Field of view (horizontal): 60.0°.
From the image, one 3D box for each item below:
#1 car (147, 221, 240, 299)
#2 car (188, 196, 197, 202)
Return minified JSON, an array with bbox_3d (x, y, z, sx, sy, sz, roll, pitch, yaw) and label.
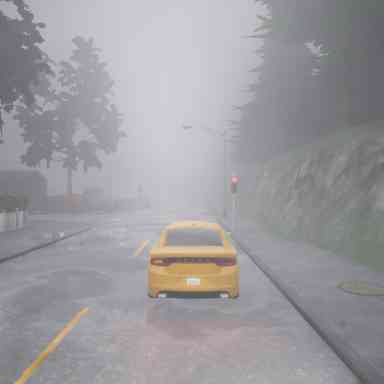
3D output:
[{"bbox_3d":[0.049,1.478,8.528,1.882,1.535,5.008,0,0,1],"label":"car"},{"bbox_3d":[0.012,1.508,71.061,1.895,1.301,4.718,0,0,0],"label":"car"}]
